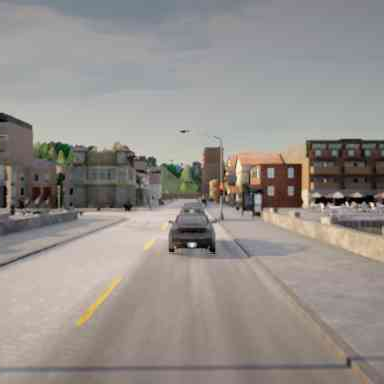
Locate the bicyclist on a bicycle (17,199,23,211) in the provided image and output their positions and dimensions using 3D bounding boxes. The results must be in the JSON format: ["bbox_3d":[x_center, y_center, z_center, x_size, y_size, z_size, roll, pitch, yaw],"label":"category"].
[{"bbox_3d":[-24.001,1.786,46.484,0.582,1.620,1.656,0,0,0],"label":"bicyclist on a bicycle"}]

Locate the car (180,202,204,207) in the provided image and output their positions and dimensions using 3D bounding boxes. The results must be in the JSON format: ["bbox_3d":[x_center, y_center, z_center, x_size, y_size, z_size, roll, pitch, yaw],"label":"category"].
[{"bbox_3d":[0.012,1.624,29.088,2.097,1.767,4.553,0,-1,0],"label":"car"}]

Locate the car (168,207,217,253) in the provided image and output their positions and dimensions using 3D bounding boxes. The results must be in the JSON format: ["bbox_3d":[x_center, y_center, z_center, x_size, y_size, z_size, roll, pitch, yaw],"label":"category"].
[{"bbox_3d":[0.011,1.643,14.309,1.837,1.490,4.892,0,0,0],"label":"car"}]
